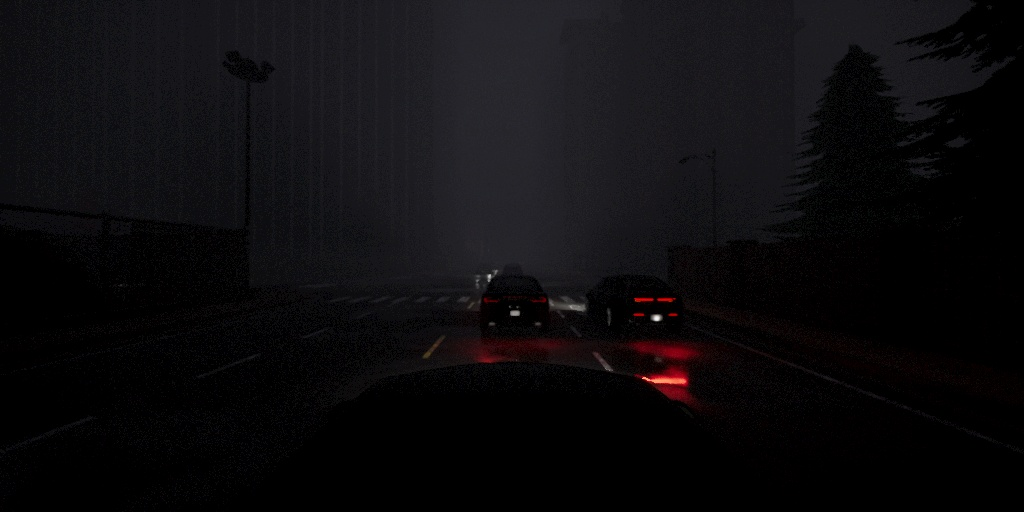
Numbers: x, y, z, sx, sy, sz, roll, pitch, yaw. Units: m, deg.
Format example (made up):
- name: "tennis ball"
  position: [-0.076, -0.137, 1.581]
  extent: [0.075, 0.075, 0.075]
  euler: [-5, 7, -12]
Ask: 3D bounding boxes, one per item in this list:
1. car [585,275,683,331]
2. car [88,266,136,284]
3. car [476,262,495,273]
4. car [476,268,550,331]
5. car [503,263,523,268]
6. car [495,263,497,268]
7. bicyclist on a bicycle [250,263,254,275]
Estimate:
- name: "car"
  position: [3.578, 1.331, 11.268]
  extent: [1.837, 1.490, 4.892]
  euler: [0, -1, 0]
- name: "car"
  position: [-31.669, 1.475, 27.658]
  extent: [4.181, 1.385, 1.994]
  euler: [0, 0, 0]
- name: "car"
  position: [-3.594, 1.648, 46.396]
  extent: [1.812, 1.442, 4.674]
  euler: [0, 0, 0]
- name: "car"
  position: [0.060, 1.308, 11.404]
  extent: [1.882, 1.535, 5.008]
  euler: [0, -1, 0]
- name: "car"
  position: [0.092, 1.472, 37.052]
  extent: [1.882, 1.535, 5.008]
  euler: [0, 0, 0]
- name: "car"
  position: [-3.556, 1.790, 63.451]
  extent: [1.812, 1.442, 4.674]
  euler: [0, 0, 1]
- name: "bicyclist on a bicycle"
  position: [-29.173, 1.312, 39.644]
  extent: [0.582, 1.620, 1.656]
  euler: [0, 0, 0]
